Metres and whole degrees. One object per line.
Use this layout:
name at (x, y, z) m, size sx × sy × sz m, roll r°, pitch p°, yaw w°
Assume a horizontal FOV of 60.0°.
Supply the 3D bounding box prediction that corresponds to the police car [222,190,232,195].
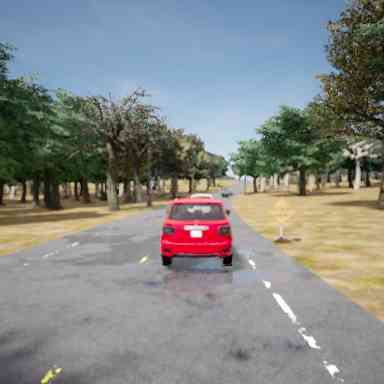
police car at (8.386, 0.592, 83.513) m, size 1.930 × 1.638 × 5.238 m, roll 0°, pitch 1°, yaw 10°

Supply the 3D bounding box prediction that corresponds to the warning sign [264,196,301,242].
warning sign at (3.800, 1.109, 14.151) m, size 1.300 × 1.860 × 1.060 m, roll 0°, pitch 0°, yaw 2°

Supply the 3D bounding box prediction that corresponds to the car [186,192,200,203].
car at (0.214, 1.006, 59.557) m, size 2.097 × 1.767 × 4.553 m, roll 0°, pitch 1°, yaw 7°

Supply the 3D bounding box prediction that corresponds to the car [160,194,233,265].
car at (0.218, 1.216, 11.741) m, size 2.150 × 2.045 × 5.566 m, roll 0°, pitch 0°, yaw 2°

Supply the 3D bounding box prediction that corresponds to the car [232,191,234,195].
car at (10.165, 0.369, 93.181) m, size 1.882 × 1.535 × 5.008 m, roll 0°, pitch 2°, yaw 11°
